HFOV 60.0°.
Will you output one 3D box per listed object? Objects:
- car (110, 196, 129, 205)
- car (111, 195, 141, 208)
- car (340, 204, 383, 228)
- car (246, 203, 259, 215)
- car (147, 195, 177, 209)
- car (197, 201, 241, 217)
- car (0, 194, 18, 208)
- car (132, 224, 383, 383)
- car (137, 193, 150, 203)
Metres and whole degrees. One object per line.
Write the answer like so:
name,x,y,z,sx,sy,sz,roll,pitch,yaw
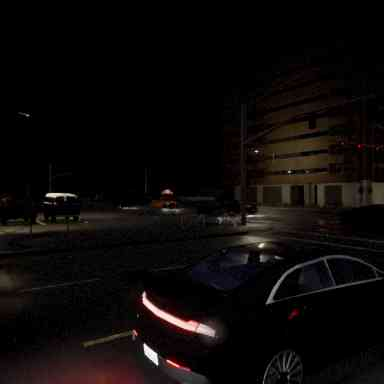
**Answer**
car,-13.357,1.473,61.158,1.837,1.490,4.892,0,0,-34
car,-10.209,1.603,50.188,2.033,1.411,5.357,0,0,-34
car,11.061,1.502,19.001,1.882,1.535,5.008,0,0,-34
car,4.885,1.620,34.251,1.994,1.385,4.181,0,0,-35
car,-4.014,1.533,47.302,1.882,1.535,5.008,0,0,-34
car,2.242,1.581,31.916,1.812,1.442,4.674,0,0,-34
car,-31.448,1.209,56.535,1.932,1.855,4.605,0,0,-34
car,1.573,1.492,4.865,4.902,1.511,2.128,0,0,-34
car,-10.459,1.277,69.482,2.150,2.045,5.566,0,0,-34
